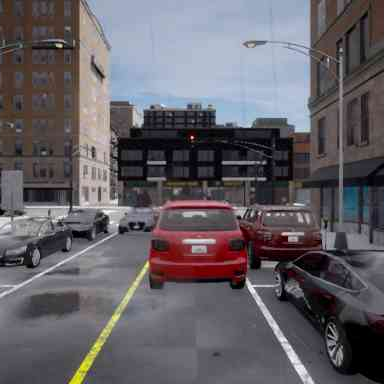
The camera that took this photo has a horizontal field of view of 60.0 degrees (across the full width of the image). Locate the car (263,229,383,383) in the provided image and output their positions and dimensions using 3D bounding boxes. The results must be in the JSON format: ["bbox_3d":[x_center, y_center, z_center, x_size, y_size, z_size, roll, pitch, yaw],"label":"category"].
[{"bbox_3d":[2.640,1.566,5.409,1.947,1.339,4.313,0,0,0],"label":"car"}]

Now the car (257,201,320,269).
[{"bbox_3d":[2.644,1.314,11.072,2.192,1.841,5.009,0,0,0],"label":"car"}]

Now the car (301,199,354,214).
[{"bbox_3d":[14.540,1.584,35.808,4.892,1.490,1.837,0,0,1],"label":"car"}]

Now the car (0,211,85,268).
[{"bbox_3d":[-5.381,1.550,11.077,2.008,1.369,4.403,0,0,0],"label":"car"}]

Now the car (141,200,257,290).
[{"bbox_3d":[0.086,1.221,9.233,2.150,2.045,5.566,0,0,-1],"label":"car"}]

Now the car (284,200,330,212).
[{"bbox_3d":[13.427,1.674,39.061,4.718,1.301,1.895,0,0,0],"label":"car"}]

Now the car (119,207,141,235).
[{"bbox_3d":[-2.790,1.563,18.708,1.994,1.385,4.181,0,0,0],"label":"car"}]

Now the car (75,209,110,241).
[{"bbox_3d":[-5.377,1.565,16.740,1.947,1.339,4.313,0,0,0],"label":"car"}]

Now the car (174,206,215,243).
[{"bbox_3d":[0.102,1.525,16.991,1.812,1.442,4.674,0,0,0],"label":"car"}]

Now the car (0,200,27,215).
[{"bbox_3d":[-17.077,1.401,28.992,5.008,1.535,1.882,0,0,0],"label":"car"}]
